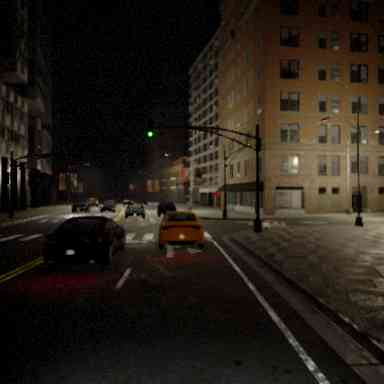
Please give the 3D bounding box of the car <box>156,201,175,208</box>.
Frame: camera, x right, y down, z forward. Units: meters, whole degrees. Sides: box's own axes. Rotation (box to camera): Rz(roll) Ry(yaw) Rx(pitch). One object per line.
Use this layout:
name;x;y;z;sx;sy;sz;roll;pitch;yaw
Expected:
car;-2.897;1.765;36.900;1.882;1.535;5.008;0;0;-9

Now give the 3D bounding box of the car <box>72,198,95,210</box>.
car;-13.774;1.837;41.548;2.128;1.511;4.902;0;0;-10

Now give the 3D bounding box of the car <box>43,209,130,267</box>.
car;-3.570;1.574;11.833;1.882;1.535;5.008;0;-1;-3

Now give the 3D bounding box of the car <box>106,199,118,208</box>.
car;-13.927;2.030;57.897;2.033;1.411;5.357;0;0;-13

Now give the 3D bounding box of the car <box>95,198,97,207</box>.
car;-17.314;1.845;58.031;2.097;1.767;4.553;0;-1;-14

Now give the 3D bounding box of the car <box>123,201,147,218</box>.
car;-5.633;1.866;33.294;1.895;1.301;4.718;0;0;-8

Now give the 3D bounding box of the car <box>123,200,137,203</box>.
car;-12.725;2.151;66.197;1.895;1.301;4.718;0;-1;-17

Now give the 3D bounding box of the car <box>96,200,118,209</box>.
car;-10.544;1.891;42.033;2.033;1.411;5.357;0;0;-10

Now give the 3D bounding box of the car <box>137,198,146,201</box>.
car;-10.854;2.114;71.362;1.812;1.442;4.674;0;-1;-17

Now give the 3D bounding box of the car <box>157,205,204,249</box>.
car;-0.546;1.597;15.397;1.882;1.535;5.008;0;0;-4
